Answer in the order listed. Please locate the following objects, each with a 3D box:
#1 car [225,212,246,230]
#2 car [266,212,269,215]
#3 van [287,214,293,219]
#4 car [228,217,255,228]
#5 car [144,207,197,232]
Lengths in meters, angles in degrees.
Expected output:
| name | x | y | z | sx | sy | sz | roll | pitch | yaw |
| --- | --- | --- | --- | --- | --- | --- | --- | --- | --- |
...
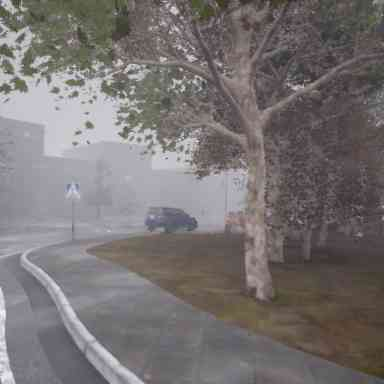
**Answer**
| name | x | y | z | sx | sy | sz | roll | pitch | yaw |
| --- | --- | --- | --- | --- | --- | --- | --- | --- | --- |
| car | 6.136 | 3.503 | 40.318 | 2.150 | 2.045 | 5.566 | 0 | -5 | 36 |
| car | 19.090 | 5.660 | 78.775 | 2.435 | 2.045 | 5.566 | 0 | -3 | 35 |
| van | 25.432 | 6.201 | 87.752 | 1.878 | 1.987 | 4.442 | 0 | -3 | 35 |
| car | 7.087 | 4.290 | 47.268 | 1.812 | 1.442 | 4.674 | 0 | -4 | 36 |
| car | -1.721 | 2.407 | 28.945 | 2.150 | 2.045 | 5.566 | 0 | -6 | 34 |
